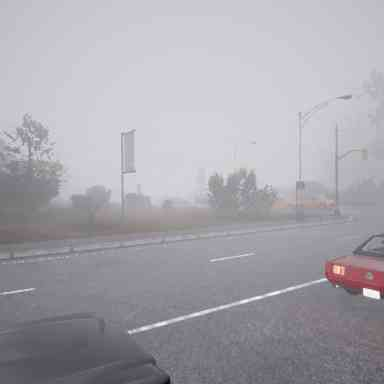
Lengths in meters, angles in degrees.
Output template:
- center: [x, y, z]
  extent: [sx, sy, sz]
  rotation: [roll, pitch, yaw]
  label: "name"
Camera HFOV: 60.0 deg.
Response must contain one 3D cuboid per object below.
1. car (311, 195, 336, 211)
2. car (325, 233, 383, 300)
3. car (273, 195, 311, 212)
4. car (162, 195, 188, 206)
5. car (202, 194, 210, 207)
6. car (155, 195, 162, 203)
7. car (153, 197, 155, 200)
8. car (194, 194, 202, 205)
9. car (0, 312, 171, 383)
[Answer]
- center: [13.779, 1.122, 37.252]
  extent: [2.097, 1.767, 4.553]
  rotation: [-1, 0, -39]
  label: "car"
- center: [5.107, 1.570, 7.407]
  extent: [4.718, 1.301, 1.895]
  rotation: [0, 0, -36]
  label: "car"
- center: [9.941, 1.278, 36.437]
  extent: [1.882, 1.535, 5.008]
  rotation: [-1, 0, -39]
  label: "car"
- center: [-2.340, 1.373, 51.697]
  extent: [1.994, 1.385, 4.181]
  rotation: [-1, 0, -39]
  label: "car"
- center: [3.972, 1.282, 43.847]
  extent: [1.882, 1.535, 5.008]
  rotation: [-1, 0, -39]
  label: "car"
- center: [-4.187, 1.384, 59.618]
  extent: [1.895, 1.301, 4.718]
  rotation: [-1, 0, -38]
  label: "car"
- center: [-6.677, 1.326, 74.030]
  extent: [1.895, 1.301, 4.718]
  rotation: [-1, 0, -38]
  label: "car"
- center: [2.394, 1.130, 51.400]
  extent: [2.097, 1.767, 4.553]
  rotation: [-1, 0, -39]
  label: "car"
- center: [-2.416, 1.601, 2.013]
  extent: [4.718, 1.301, 1.895]
  rotation: [0, 0, -36]
  label: "car"
